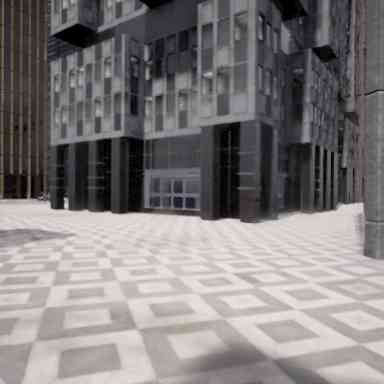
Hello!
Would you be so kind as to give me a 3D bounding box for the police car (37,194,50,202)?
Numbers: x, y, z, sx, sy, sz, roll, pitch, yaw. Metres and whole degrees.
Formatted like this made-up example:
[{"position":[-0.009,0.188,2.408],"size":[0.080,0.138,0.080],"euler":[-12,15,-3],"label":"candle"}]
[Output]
[{"position":[-27.346,1.046,64.220],"size":[2.038,1.542,4.974],"euler":[1,0,36],"label":"police car"}]
